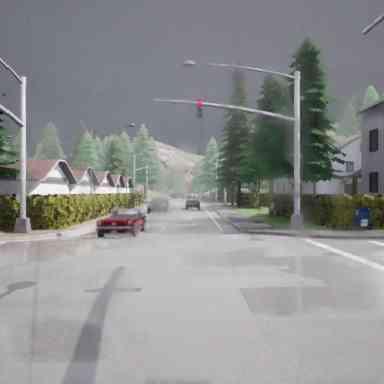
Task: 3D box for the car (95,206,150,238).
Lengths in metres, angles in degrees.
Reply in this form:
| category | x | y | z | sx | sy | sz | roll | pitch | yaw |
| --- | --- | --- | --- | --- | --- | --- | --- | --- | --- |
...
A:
| category | x | y | z | sx | sy | sz | roll | pitch | yaw |
| --- | --- | --- | --- | --- | --- | --- | --- | --- | --- |
| car | -3.605 | 1.583 | 17.610 | 1.895 | 1.301 | 4.718 | -1 | -1 | 0 |

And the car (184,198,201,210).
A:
| category | x | y | z | sx | sy | sz | roll | pitch | yaw |
| --- | --- | --- | --- | --- | --- | --- | --- | --- | --- |
| car | 0.100 | 1.514 | 43.289 | 1.837 | 1.490 | 4.892 | 0 | 0 | 0 |

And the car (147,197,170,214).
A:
| category | x | y | z | sx | sy | sz | roll | pitch | yaw |
| --- | --- | --- | --- | --- | --- | --- | --- | --- | --- |
| car | -3.589 | 1.359 | 35.724 | 2.097 | 1.767 | 4.553 | 0 | 0 | 0 |
